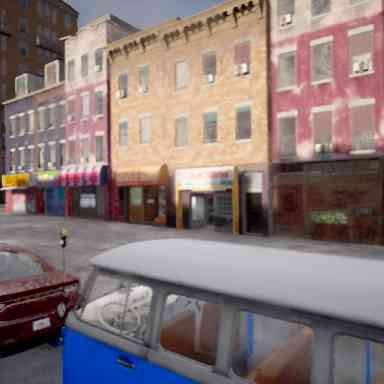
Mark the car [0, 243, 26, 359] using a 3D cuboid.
[{"bbox_3d":[-3.698,1.505,5.472,4.507,1.381,1.887,0,-1,36],"label":"car"}]

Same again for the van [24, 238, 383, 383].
[{"bbox_3d":[0.730,1.337,2.313,3.998,1.788,1.690,0,-1,36],"label":"van"}]
